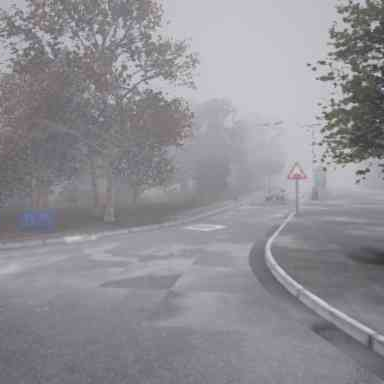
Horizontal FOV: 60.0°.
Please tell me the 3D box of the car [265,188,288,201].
[{"bbox_3d":[9.012,0.229,35.281,1.895,1.301,4.718,-1,2,21],"label":"car"}]
